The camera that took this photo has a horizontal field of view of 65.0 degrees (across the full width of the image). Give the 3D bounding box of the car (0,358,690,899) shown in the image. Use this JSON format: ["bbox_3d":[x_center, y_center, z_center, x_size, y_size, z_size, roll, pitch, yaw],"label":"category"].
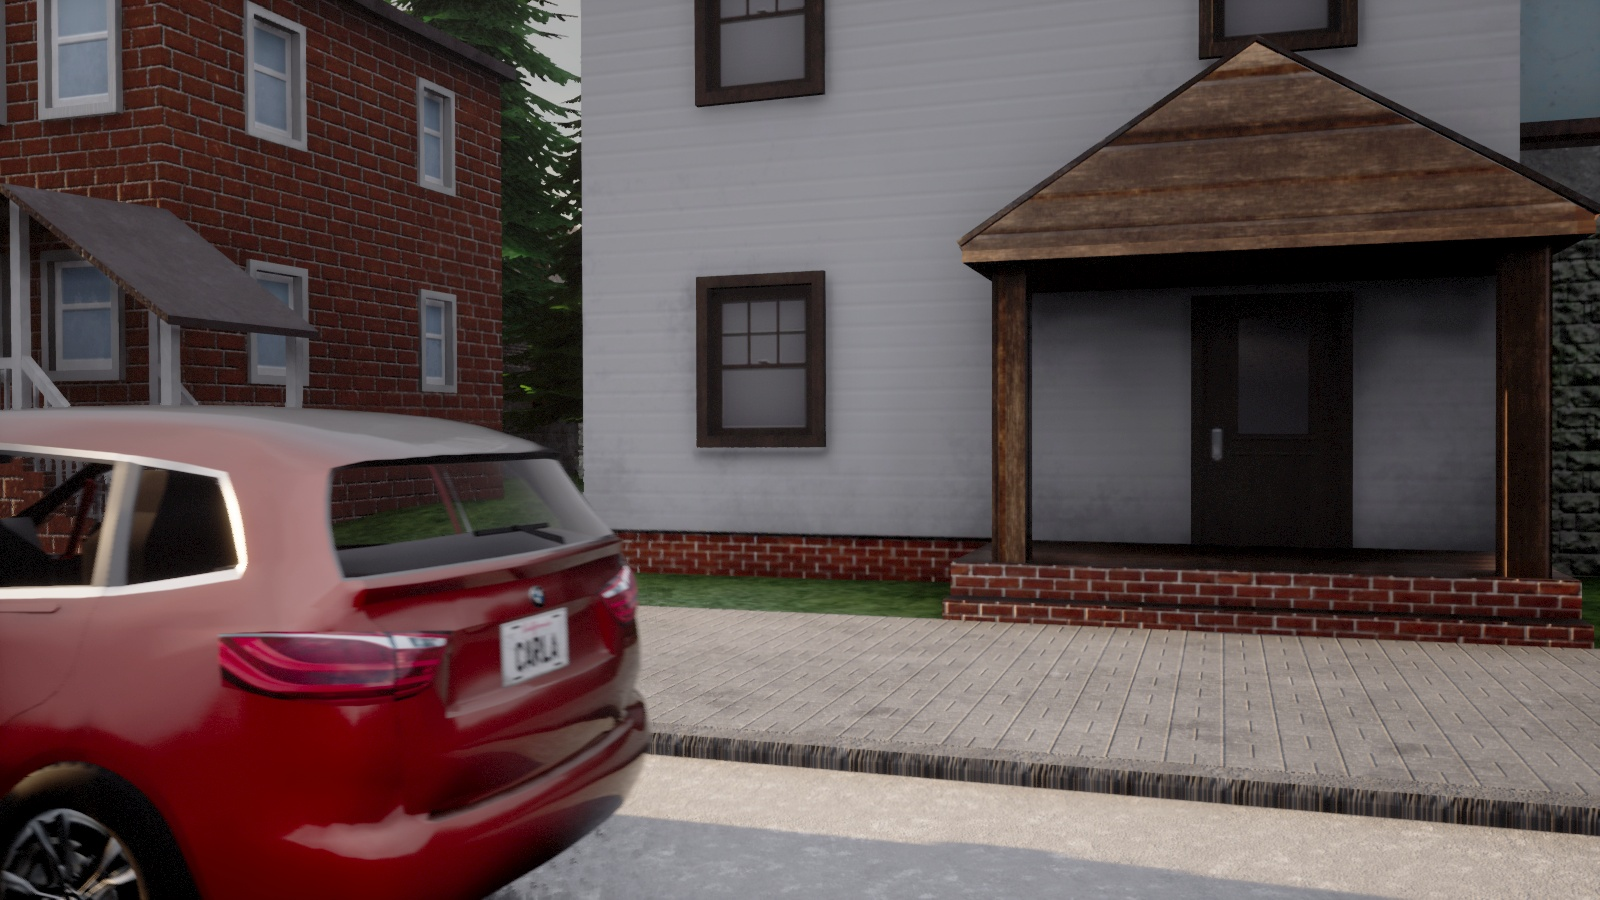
[{"bbox_3d":[-2.989,0.584,4.724,4.611,1.667,2.242,1,1,19],"label":"car"}]
